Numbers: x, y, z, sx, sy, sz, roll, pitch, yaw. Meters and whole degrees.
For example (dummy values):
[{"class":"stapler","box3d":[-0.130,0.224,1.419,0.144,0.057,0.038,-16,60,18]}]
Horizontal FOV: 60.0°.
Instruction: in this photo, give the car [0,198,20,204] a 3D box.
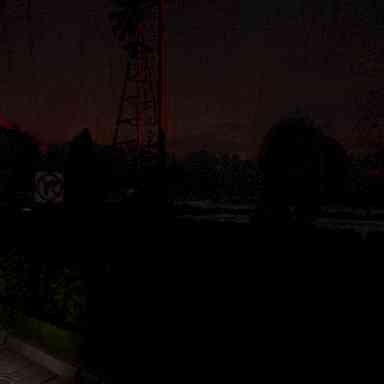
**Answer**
[{"class":"car","box3d":[-20.847,1.344,35.671,1.812,1.442,4.674,0,0,37]}]

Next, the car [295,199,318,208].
[{"class":"car","box3d":[11.823,1.456,34.123,1.816,1.474,4.193,0,0,35]}]

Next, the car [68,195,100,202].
[{"class":"car","box3d":[-14.265,1.171,44.624,2.097,1.767,4.553,0,0,38]}]

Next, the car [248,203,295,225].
[{"class":"car","box3d":[5.397,1.477,22.914,1.784,1.438,3.905,0,0,35]}]
